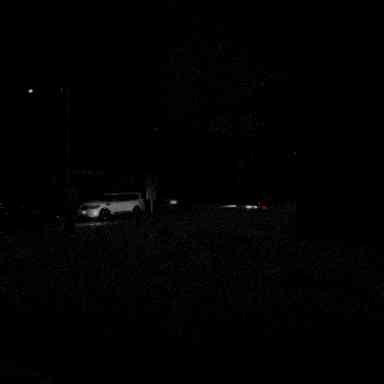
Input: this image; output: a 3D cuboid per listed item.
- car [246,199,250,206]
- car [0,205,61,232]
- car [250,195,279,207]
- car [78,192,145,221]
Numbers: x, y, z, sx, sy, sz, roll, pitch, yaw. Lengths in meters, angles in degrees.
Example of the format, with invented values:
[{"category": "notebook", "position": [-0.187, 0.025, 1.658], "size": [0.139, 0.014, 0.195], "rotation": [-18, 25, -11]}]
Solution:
[{"category": "car", "position": [9.739, 1.257, 48.182], "size": [2.033, 1.411, 5.357], "rotation": [-2, -1, 36]}, {"category": "car", "position": [-9.103, 1.385, 16.827], "size": [2.128, 1.511, 4.902], "rotation": [-2, 0, 35]}, {"category": "car", "position": [9.805, 1.172, 43.442], "size": [1.812, 1.442, 4.674], "rotation": [-2, -1, 36]}, {"category": "car", "position": [-6.144, 1.079, 26.075], "size": [2.150, 2.045, 5.566], "rotation": [-2, 0, 35]}]
